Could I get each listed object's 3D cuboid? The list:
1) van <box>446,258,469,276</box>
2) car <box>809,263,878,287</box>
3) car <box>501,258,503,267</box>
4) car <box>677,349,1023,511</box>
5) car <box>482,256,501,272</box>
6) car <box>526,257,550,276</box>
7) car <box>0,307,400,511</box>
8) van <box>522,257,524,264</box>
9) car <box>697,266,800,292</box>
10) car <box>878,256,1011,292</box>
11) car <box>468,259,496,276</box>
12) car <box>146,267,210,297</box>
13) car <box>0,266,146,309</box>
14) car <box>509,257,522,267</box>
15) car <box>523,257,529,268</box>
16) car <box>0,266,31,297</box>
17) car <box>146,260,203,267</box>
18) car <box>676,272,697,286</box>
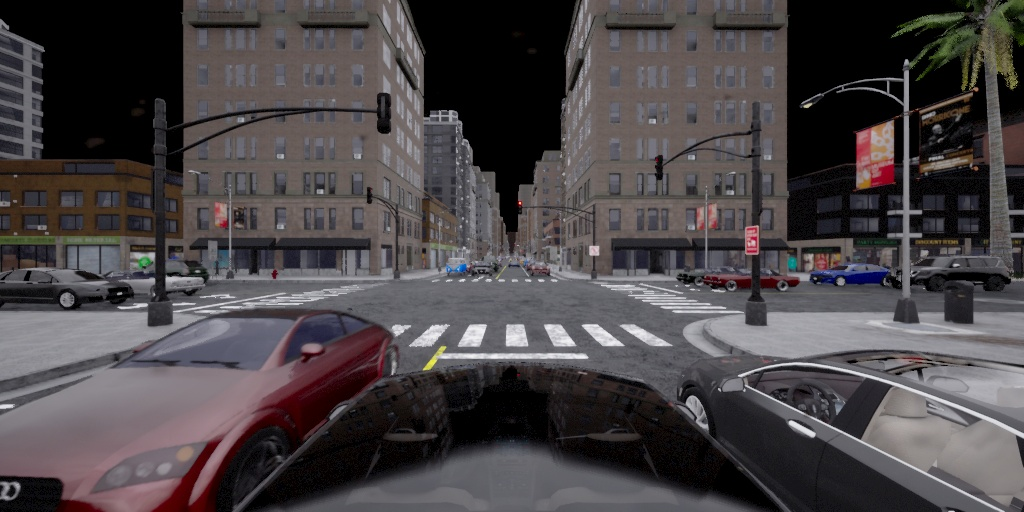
[{"bbox_3d":[-5.704,1.093,36.981,1.690,1.789,3.998,0,0,0],"label":"van"},{"bbox_3d":[23.055,1.258,24.318,5.008,1.535,1.882,0,0,0],"label":"car"},{"bbox_3d":[-2.852,1.354,55.718,1.895,1.301,4.718,0,0,0],"label":"car"},{"bbox_3d":[2.669,1.300,2.293,2.007,1.370,4.403,0,0,0],"label":"car"},{"bbox_3d":[-2.900,0.975,45.927,2.150,2.045,5.566,0,0,0],"label":"car"},{"bbox_3d":[2.822,1.192,36.943,1.967,1.591,4.097,0,0,0],"label":"car"},{"bbox_3d":[-2.824,1.314,3.995,1.994,1.385,4.181,0,0,3],"label":"car"},{"bbox_3d":[2.929,1.094,59.620,1.690,1.789,3.998,0,0,0],"label":"van"},{"bbox_3d":[13.855,1.370,21.023,4.718,1.301,1.895,0,0,0],"label":"car"},{"bbox_3d":[25.553,1.011,21.081,5.566,2.045,2.150,0,0,0],"label":"car"},{"bbox_3d":[-2.948,1.316,36.619,1.994,1.385,4.181,0,0,0],"label":"car"},{"bbox_3d":[-17.896,1.324,17.410,4.718,1.301,1.895,0,0,0],"label":"car"},{"bbox_3d":[-17.937,1.232,14.161,4.892,1.490,1.837,0,0,0],"label":"car"},{"bbox_3d":[0.382,1.316,64.621,1.994,1.385,4.181,0,0,1],"label":"car"},{"bbox_3d":[2.876,1.193,48.281,1.967,1.591,4.097,0,0,0],"label":"car"},{"bbox_3d":[-26.883,1.235,17.366,4.674,1.442,1.812,0,0,0],"label":"car"},{"bbox_3d":[-23.241,1.058,24.084,4.553,1.767,2.097,0,0,0],"label":"car"},{"bbox_3d":[13.737,1.365,24.272,4.718,1.301,1.895,0,0,0],"label":"car"}]
